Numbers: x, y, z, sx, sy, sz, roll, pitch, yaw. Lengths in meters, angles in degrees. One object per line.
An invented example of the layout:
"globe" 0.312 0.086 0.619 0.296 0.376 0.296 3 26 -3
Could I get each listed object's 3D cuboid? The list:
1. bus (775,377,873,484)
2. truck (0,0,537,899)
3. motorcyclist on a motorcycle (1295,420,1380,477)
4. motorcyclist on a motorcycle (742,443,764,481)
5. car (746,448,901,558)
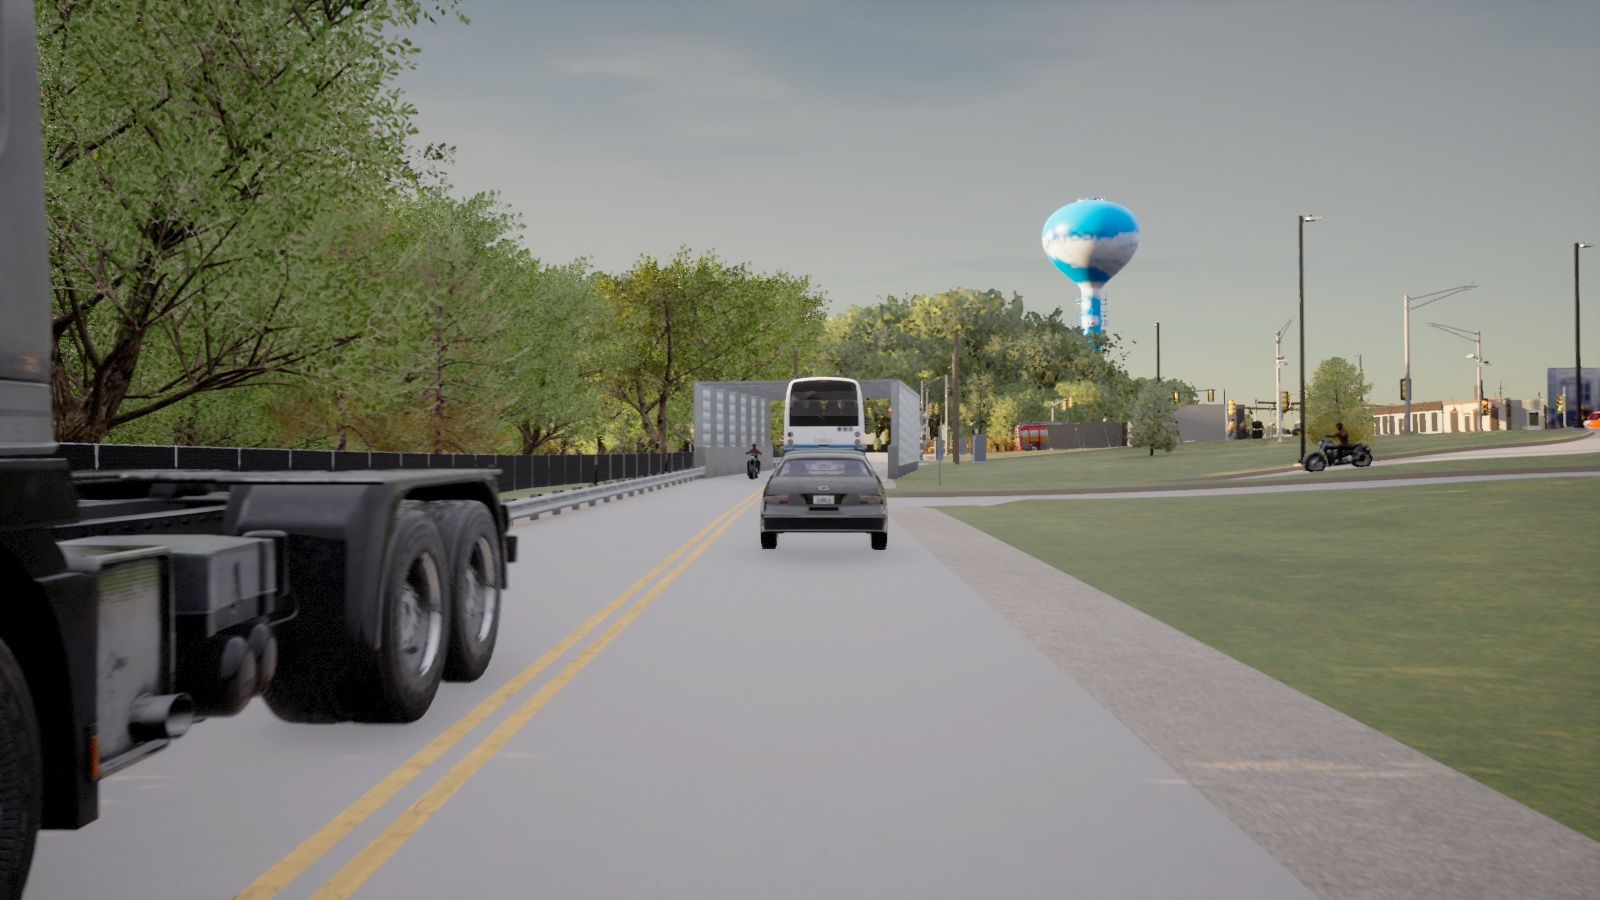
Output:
"bus" 1.230 -0.813 55.376 3.944 4.253 10.273 0 0 3
"truck" -3.421 -0.265 5.157 2.891 3.462 7.936 0 0 1
"motorcyclist on a motorcycle" 17.894 -0.059 41.841 2.350 1.649 0.766 -6 -1 -5
"motorcyclist on a motorcycle" -2.076 0.514 55.720 0.766 1.649 2.350 0 0 3
"car" 0.369 0.692 19.168 2.033 1.411 5.357 0 0 1
